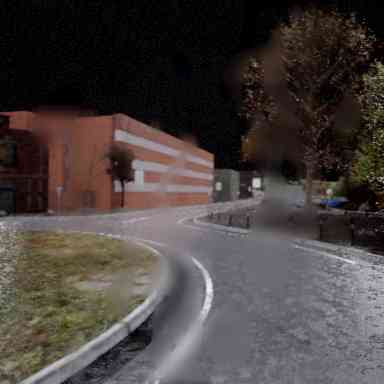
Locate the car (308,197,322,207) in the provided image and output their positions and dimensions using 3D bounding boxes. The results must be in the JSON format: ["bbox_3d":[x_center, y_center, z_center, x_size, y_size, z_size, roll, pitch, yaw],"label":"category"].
[{"bbox_3d":[23.342,1.906,63.236,2.097,1.767,4.553,1,0,17],"label":"car"}]

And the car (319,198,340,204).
[{"bbox_3d":[35.453,2.325,85.838,4.792,1.488,2.163,1,0,17],"label":"car"}]

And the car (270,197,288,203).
[{"bbox_3d":[24.220,2.210,92.172,4.674,1.452,2.002,1,0,17],"label":"car"}]

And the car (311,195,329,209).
[{"bbox_3d":[20.825,1.818,54.953,2.097,1.767,4.553,1,0,17],"label":"car"}]

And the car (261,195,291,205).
[{"bbox_3d":[17.552,1.744,70.575,5.566,2.045,2.435,1,0,17],"label":"car"}]

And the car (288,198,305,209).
[{"bbox_3d":[16.801,1.958,52.903,1.994,1.385,4.181,1,-1,16],"label":"car"}]

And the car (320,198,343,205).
[{"bbox_3d":[33.760,2.254,80.450,5.008,1.535,2.097,1,0,17],"label":"car"}]

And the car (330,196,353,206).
[{"bbox_3d":[28.727,1.982,64.265,4.553,1.767,2.185,1,0,17],"label":"car"}]

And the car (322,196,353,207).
[{"bbox_3d":[30.461,1.915,69.780,5.566,2.045,2.435,1,0,17],"label":"car"}]

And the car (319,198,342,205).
[{"bbox_3d":[34.591,2.274,83.148,5.008,1.535,2.097,1,0,17],"label":"car"}]

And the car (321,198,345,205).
[{"bbox_3d":[32.931,2.234,77.750,4.892,1.521,2.231,1,0,17],"label":"car"}]

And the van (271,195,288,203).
[{"bbox_3d":[23.506,1.925,89.437,4.442,1.987,1.878,1,0,17],"label":"van"}]
